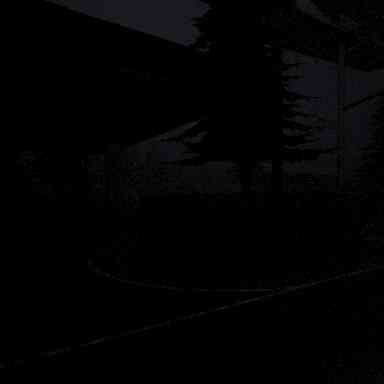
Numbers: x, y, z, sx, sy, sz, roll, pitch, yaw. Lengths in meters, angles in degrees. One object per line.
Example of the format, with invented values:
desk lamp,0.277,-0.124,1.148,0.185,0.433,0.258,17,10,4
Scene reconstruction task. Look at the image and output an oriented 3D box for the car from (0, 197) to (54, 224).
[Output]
car,-11.955,1.313,23.487,3.866,1.878,1.905,0,0,-36
